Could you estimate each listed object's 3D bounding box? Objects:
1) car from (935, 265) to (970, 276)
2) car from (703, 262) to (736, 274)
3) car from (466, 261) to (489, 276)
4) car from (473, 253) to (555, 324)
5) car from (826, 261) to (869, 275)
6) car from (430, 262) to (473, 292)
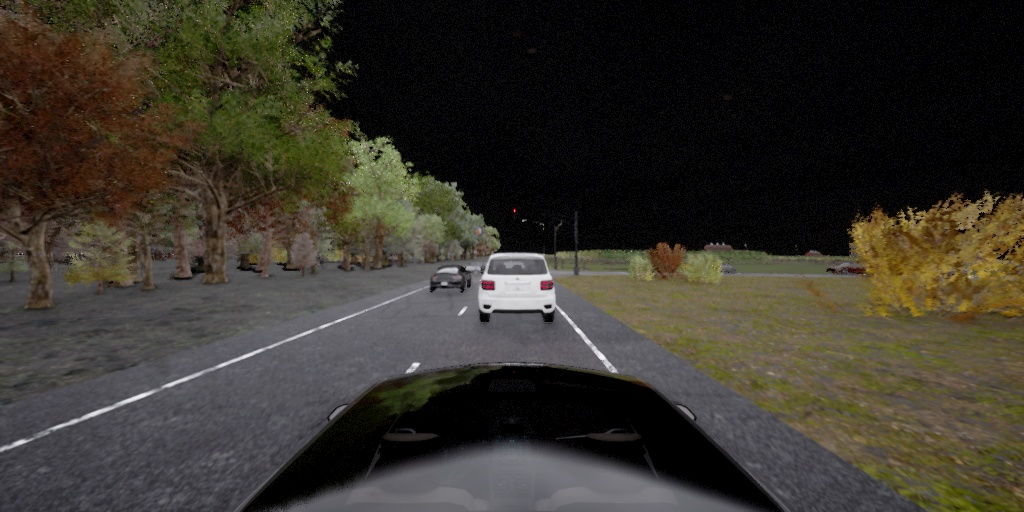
[{"bbox_3d":[48.933,1.694,40.636,4.181,1.385,1.994,1,-1,0],"label":"car"},{"bbox_3d":[25.248,1.482,44.336,4.181,1.385,1.994,1,-1,0],"label":"car"},{"bbox_3d":[-3.399,1.226,36.146,1.895,1.301,4.718,0,0,0],"label":"car"},{"bbox_3d":[0.109,0.933,11.982,2.150,2.045,5.566,0,0,-1],"label":"car"},{"bbox_3d":[41.567,1.448,44.240,4.553,1.767,2.097,1,-1,1],"label":"car"},{"bbox_3d":[-3.400,1.209,20.349,1.812,1.442,4.674,0,0,0],"label":"car"}]
